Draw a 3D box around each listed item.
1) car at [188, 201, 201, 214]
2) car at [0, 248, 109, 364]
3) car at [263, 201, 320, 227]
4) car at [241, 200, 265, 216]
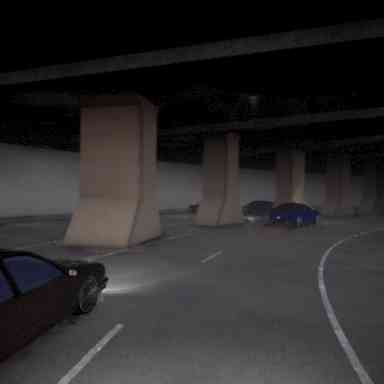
[{"bbox_3d":[1.754,1.429,33.067,5.008,1.535,1.882,1,0,-44],"label":"car"},{"bbox_3d":[-3.012,1.497,4.510,2.033,1.411,5.357,1,0,10],"label":"car"},{"bbox_3d":[7.345,1.525,23.559,1.882,1.535,5.008,1,0,43],"label":"car"},{"bbox_3d":[6.569,1.543,32.830,4.674,1.442,1.812,1,0,-41],"label":"car"}]
